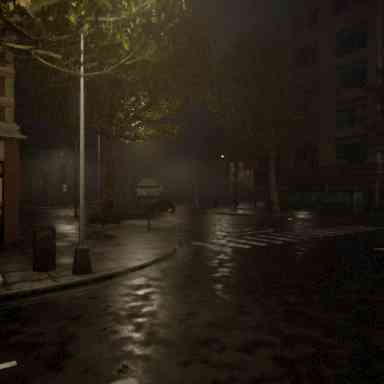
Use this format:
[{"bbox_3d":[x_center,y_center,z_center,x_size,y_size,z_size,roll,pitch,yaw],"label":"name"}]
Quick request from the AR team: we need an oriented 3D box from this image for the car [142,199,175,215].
[{"bbox_3d":[-3.505,1.503,34.311,1.837,1.490,4.892,0,0,-34],"label":"car"}]

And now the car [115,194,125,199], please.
[{"bbox_3d":[-18.989,1.317,84.204,4.674,1.452,2.002,0,0,-36],"label":"car"}]

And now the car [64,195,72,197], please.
[{"bbox_3d":[-26.530,1.411,73.769,4.786,1.482,2.161,0,0,-36],"label":"car"}]
